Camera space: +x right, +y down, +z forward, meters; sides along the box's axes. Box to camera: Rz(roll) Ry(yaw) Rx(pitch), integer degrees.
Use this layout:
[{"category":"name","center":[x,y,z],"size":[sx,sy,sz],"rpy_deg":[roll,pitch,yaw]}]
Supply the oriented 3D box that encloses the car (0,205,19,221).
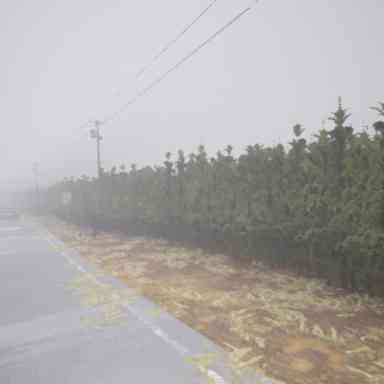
[{"category":"car","center":[-19.976,2.378,36.069],"size":[1.994,1.385,4.181],"rpy_deg":[-3,0,-32]}]

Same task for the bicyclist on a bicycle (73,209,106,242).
[{"category":"bicyclist on a bicycle","center":[-5.199,1.675,16.892],"size":[1.656,1.620,0.582],"rpy_deg":[-2,0,-29]}]
